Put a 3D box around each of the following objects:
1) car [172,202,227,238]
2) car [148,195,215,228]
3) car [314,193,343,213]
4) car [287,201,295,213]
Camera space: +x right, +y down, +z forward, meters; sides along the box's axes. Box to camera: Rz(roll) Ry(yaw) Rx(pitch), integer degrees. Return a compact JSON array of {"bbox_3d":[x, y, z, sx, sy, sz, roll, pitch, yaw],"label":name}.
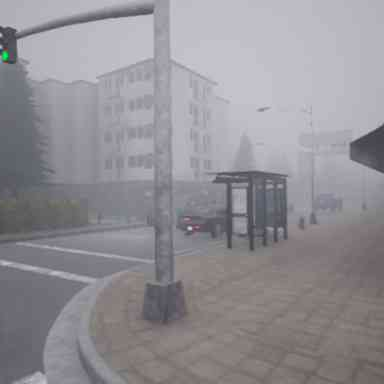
[{"bbox_3d":[1.297,1.457,17.635,1.837,1.490,4.892,-1,0,36],"label":"car"},{"bbox_3d":[-0.401,1.222,21.457,2.150,2.045,5.566,-1,-1,36],"label":"car"},{"bbox_3d":[15.170,1.184,37.032,2.150,2.045,5.566,-1,-1,36],"label":"car"},{"bbox_3d":[9.196,1.572,34.818,1.994,1.385,4.181,-1,-1,36],"label":"car"}]
